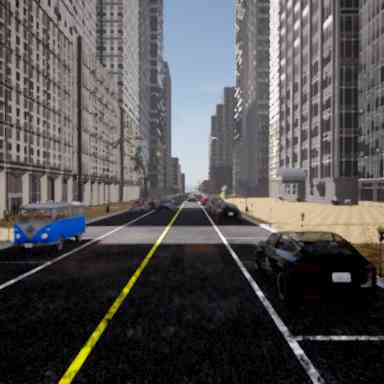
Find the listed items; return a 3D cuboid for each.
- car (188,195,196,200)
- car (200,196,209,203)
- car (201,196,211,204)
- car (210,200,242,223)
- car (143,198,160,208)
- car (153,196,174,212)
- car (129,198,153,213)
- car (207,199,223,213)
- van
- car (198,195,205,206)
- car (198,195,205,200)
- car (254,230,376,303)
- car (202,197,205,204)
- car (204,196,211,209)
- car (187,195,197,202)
[{"bbox_3d":[-0.011,1.467,87.777,1.994,1.385,4.181,0,0,0],"label":"car"},{"bbox_3d":[2.672,1.488,70.280,1.752,1.417,4.829,-1,0,0],"label":"car"},{"bbox_3d":[2.673,1.511,64.468,1.887,1.381,4.507,-1,0,0],"label":"car"},{"bbox_3d":[2.679,1.556,24.969,1.947,1.339,4.313,-1,0,0],"label":"car"},{"bbox_3d":[-5.706,1.543,47.536,1.947,1.339,4.313,-1,0,0],"label":"car"},{"bbox_3d":[-3.099,1.530,38.453,2.033,1.411,5.357,0,0,0],"label":"car"},{"bbox_3d":[-5.703,1.565,36.254,1.802,1.307,4.206,-1,0,0],"label":"car"},{"bbox_3d":[2.677,1.569,30.611,1.802,1.307,4.206,-1,0,0],"label":"car"},{"bbox_3d":[-5.704,1.336,13.689,1.690,1.788,3.998,-1,0,0],"label":"van"},{"bbox_3d":[2.343,1.499,54.445,1.812,1.442,4.674,0,0,0],"label":"car"},{"bbox_3d":[2.670,1.489,92.682,1.887,1.381,4.507,-1,0,0],"label":"car"},{"bbox_3d":[2.681,1.563,8.041,1.947,1.339,4.313,-1,0,0],"label":"car"},{"bbox_3d":[2.676,1.547,41.897,1.947,1.339,4.313,-1,0,0],"label":"car"},{"bbox_3d":[2.676,1.424,36.254,1.967,1.590,4.097,-1,0,0],"label":"car"},{"bbox_3d":[-0.010,1.465,72.533,2.033,1.411,5.357,0,0,0],"label":"car"}]
